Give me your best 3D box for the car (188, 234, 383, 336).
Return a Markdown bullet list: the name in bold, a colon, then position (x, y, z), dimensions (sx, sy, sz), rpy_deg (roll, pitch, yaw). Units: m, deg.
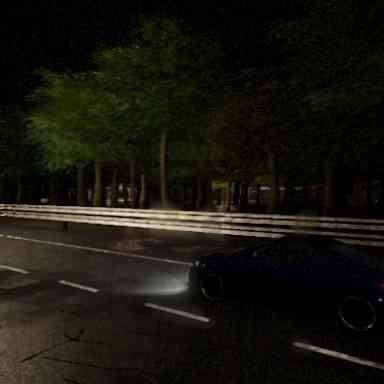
- **car**: position (1.974, 1.568, 6.762), dimensions (4.181, 1.385, 1.994), rpy_deg (0, 0, 36)
